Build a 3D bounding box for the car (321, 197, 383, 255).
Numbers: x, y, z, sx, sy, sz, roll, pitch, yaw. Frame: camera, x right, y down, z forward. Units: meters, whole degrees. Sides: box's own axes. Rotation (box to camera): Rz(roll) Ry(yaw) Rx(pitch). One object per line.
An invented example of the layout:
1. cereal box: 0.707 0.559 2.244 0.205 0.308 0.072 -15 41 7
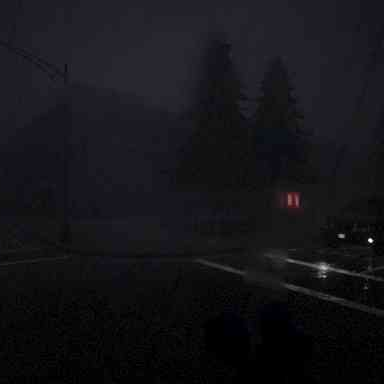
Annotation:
1. car: 7.665 1.248 13.763 5.566 2.045 2.150 0 0 -37
